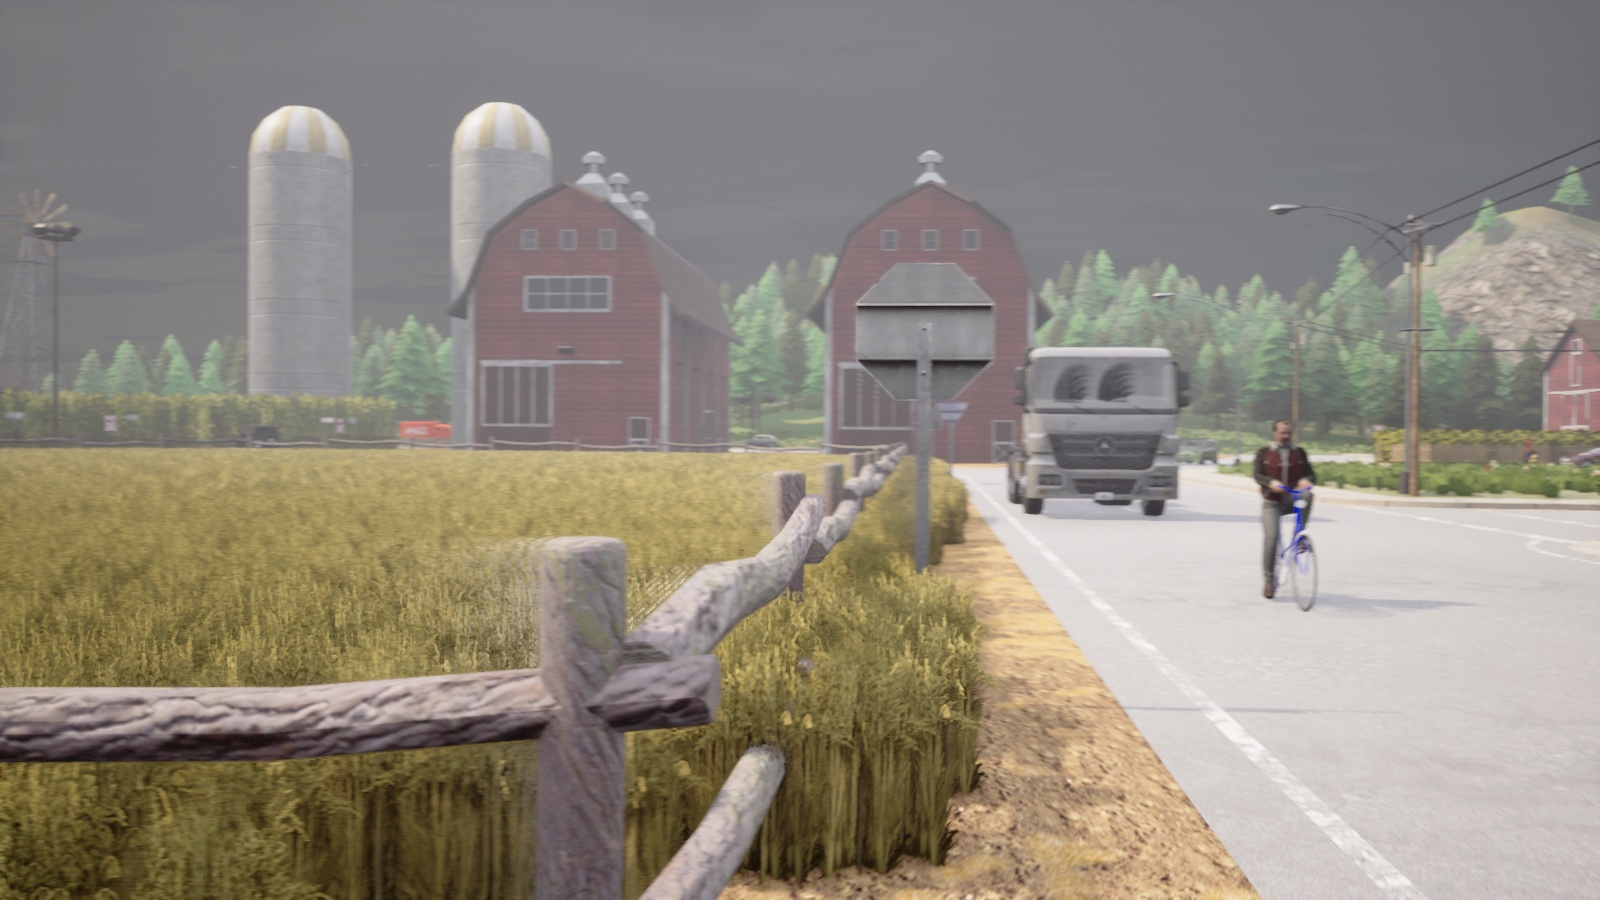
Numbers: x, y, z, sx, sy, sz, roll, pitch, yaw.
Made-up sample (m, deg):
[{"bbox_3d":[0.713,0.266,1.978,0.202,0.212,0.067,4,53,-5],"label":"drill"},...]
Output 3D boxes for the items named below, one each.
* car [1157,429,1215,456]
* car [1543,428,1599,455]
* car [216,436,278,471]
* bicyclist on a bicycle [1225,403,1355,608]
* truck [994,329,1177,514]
[{"bbox_3d":[22.835,-0.468,74.255,2.007,1.525,4.514,0,1,34],"label":"car"},{"bbox_3d":[43.065,-0.477,67.874,4.674,1.442,1.812,-1,1,5],"label":"car"},{"bbox_3d":[-30.822,0.181,69.951,1.905,1.878,3.866,-1,1,-45],"label":"car"},{"bbox_3d":[4.578,0.480,11.859,0.659,1.776,1.843,-1,0,6],"label":"bicyclist on a bicycle"},{"bbox_3d":[6.013,-0.570,27.714,2.891,3.462,7.936,-1,1,5],"label":"truck"}]
